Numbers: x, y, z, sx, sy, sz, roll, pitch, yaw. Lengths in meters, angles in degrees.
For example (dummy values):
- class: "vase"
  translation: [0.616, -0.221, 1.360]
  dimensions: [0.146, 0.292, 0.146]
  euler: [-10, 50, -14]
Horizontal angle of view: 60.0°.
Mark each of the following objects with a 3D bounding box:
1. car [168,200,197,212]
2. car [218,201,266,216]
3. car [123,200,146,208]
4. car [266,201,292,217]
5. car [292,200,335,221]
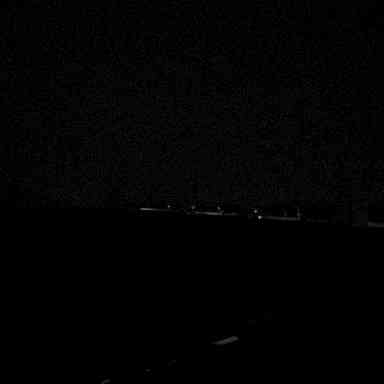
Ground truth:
- class: "car"
  translation: [-1.240, 1.732, 42.519]
  dimensions: [2.128, 1.511, 4.902]
  euler: [1, -1, -36]
- class: "car"
  translation: [4.748, 1.640, 34.208]
  dimensions: [2.128, 1.511, 4.902]
  euler: [1, -1, -36]
- class: "car"
  translation: [-9.319, 1.979, 53.837]
  dimensions: [1.895, 1.301, 4.718]
  euler: [1, -1, -35]
- class: "car"
  translation: [8.789, 1.654, 33.656]
  dimensions: [1.882, 1.535, 5.008]
  euler: [1, -1, -36]
- class: "car"
  translation: [10.665, 1.424, 26.123]
  dimensions: [2.097, 1.767, 4.553]
  euler: [1, -1, -38]
